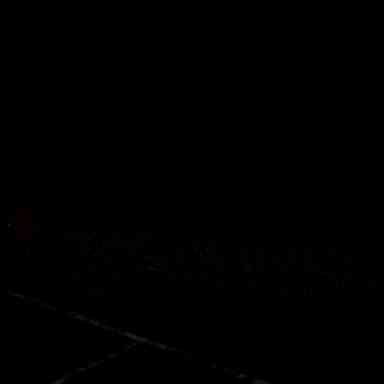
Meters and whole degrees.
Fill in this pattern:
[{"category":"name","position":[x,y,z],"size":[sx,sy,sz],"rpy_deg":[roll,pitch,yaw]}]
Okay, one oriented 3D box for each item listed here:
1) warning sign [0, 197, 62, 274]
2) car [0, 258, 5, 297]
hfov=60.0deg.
[{"category":"warning sign","position":[-4.403,1.074,8.934],"size":[1.060,1.860,1.300],"rpy_deg":[0,0,35]},{"category":"car","position":[-5.626,1.505,6.857],"size":[4.507,1.381,1.887],"rpy_deg":[0,0,35]}]
